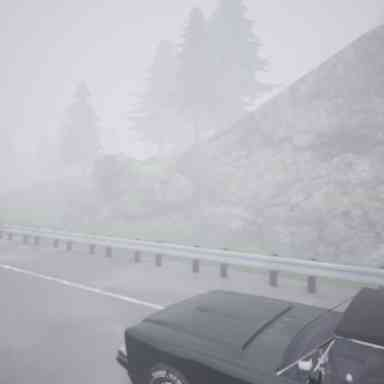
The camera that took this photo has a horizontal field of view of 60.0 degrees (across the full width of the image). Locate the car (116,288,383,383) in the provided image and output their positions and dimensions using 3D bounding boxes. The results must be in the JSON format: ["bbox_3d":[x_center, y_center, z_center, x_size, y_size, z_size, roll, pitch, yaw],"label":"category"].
[{"bbox_3d":[1.544,1.601,2.888,4.718,1.301,1.895,0,0,36],"label":"car"}]
